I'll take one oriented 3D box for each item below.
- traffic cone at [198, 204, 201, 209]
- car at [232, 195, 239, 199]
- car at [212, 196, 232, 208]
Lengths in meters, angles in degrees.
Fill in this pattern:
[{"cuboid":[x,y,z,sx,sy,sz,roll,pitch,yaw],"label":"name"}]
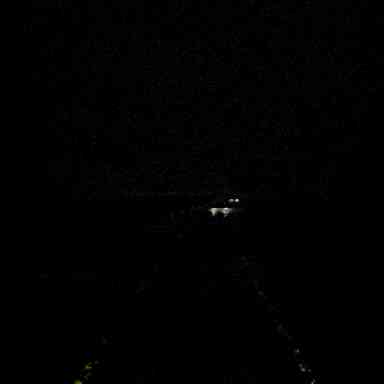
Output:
[{"cuboid":[0.986,1.863,43.245,0.340,0.580,0.340,0,0,11],"label":"traffic cone"},{"cuboid":[11.837,1.371,92.034,1.895,1.301,4.718,0,0,11],"label":"car"},{"cuboid":[4.027,1.384,46.342,1.882,1.535,5.008,0,0,11],"label":"car"}]
